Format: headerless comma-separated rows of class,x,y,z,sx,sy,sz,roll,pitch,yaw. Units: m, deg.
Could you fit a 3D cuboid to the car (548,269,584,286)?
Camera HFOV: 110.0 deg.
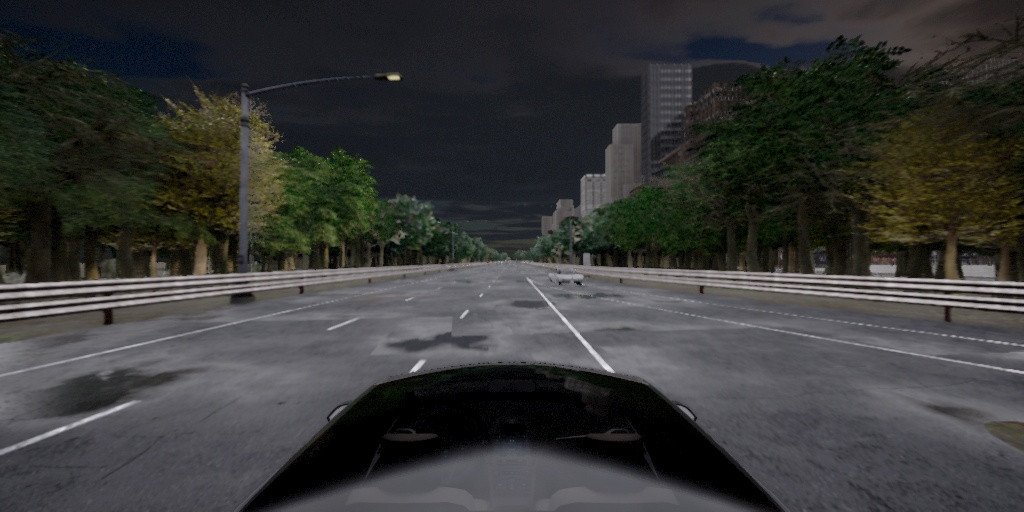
car,4.385,1.737,30.086,1.895,1.301,4.718,0,-1,-7
